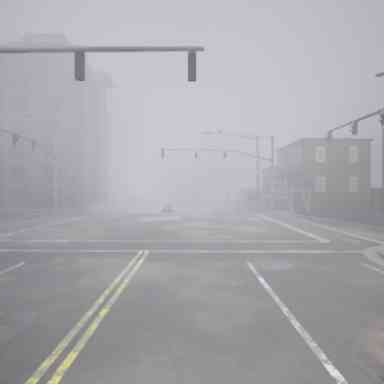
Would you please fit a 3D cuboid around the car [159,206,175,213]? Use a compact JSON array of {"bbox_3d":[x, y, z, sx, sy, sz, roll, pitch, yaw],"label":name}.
[{"bbox_3d":[-3.573,2.790,48.819,2.097,1.767,4.553,0,-10,0],"label":"car"}]
